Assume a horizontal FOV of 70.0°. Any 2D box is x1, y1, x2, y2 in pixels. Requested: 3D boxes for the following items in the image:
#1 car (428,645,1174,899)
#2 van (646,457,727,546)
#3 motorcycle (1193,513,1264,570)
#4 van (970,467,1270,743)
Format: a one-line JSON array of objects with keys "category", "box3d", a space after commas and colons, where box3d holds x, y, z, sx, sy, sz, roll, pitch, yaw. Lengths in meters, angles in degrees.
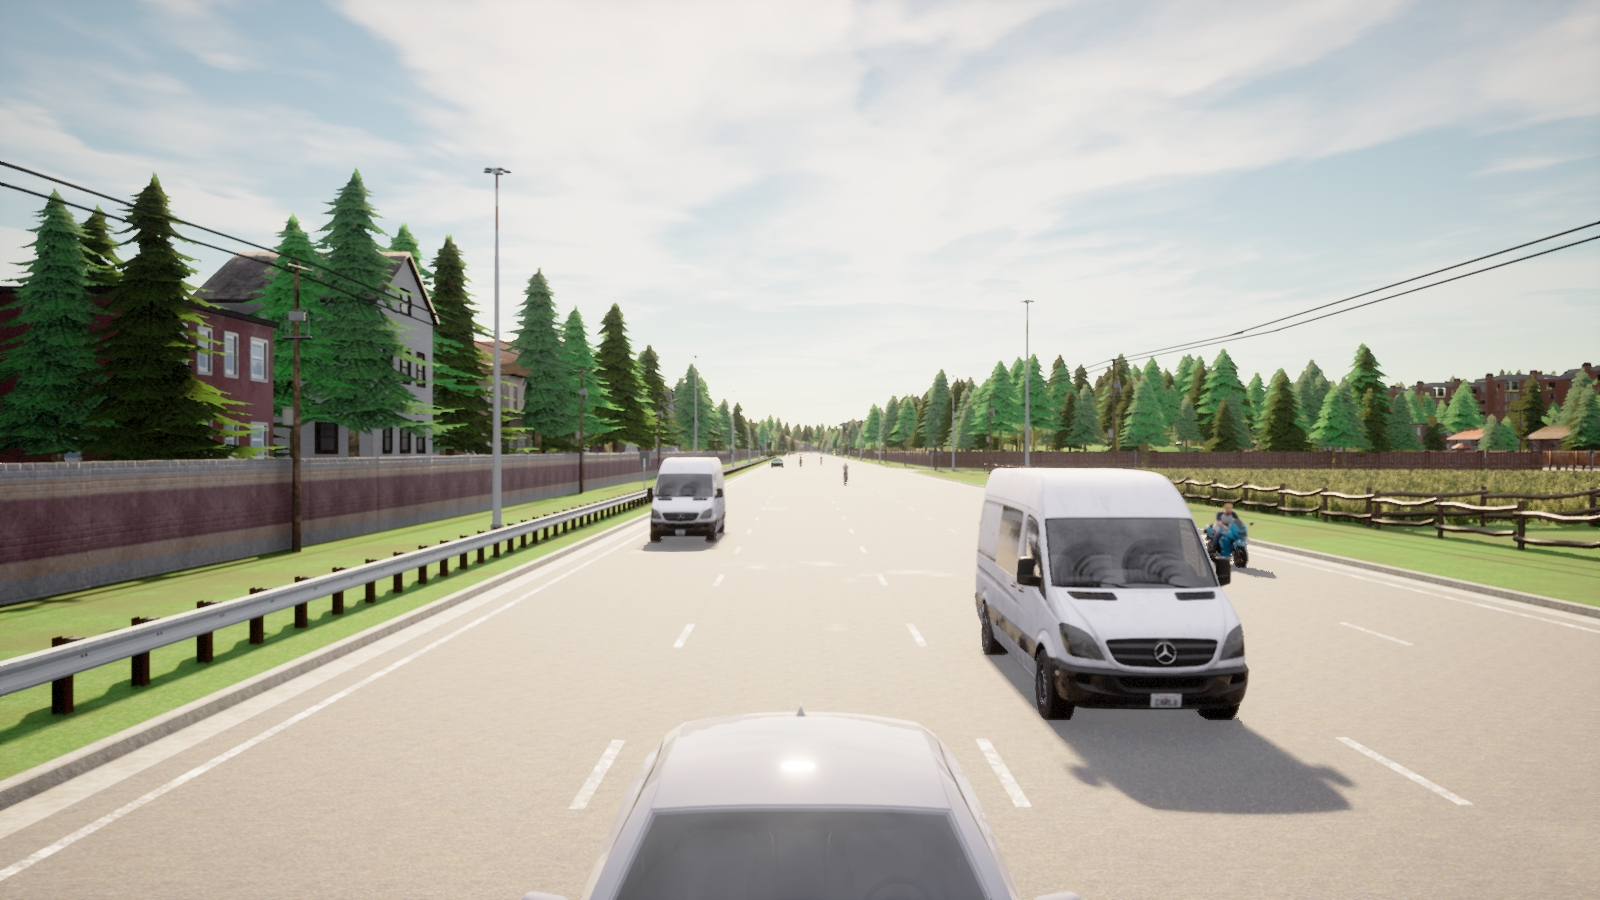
[{"category": "car", "box3d": [0.004, 2.031, 4.877, 2.097, 1.535, 5.006, 0, 0, 0]}, {"category": "van", "box3d": [-3.484, 1.515, 36.171, 1.988, 2.561, 5.915, 0, 0, 0]}, {"category": "motorcycle", "box3d": [10.247, 2.171, 27.390, 0.803, 1.199, 2.033, -1, 0, -4]}, {"category": "van", "box3d": [3.504, 1.527, 13.886, 1.988, 2.561, 5.915, 0, 0, 0]}]
